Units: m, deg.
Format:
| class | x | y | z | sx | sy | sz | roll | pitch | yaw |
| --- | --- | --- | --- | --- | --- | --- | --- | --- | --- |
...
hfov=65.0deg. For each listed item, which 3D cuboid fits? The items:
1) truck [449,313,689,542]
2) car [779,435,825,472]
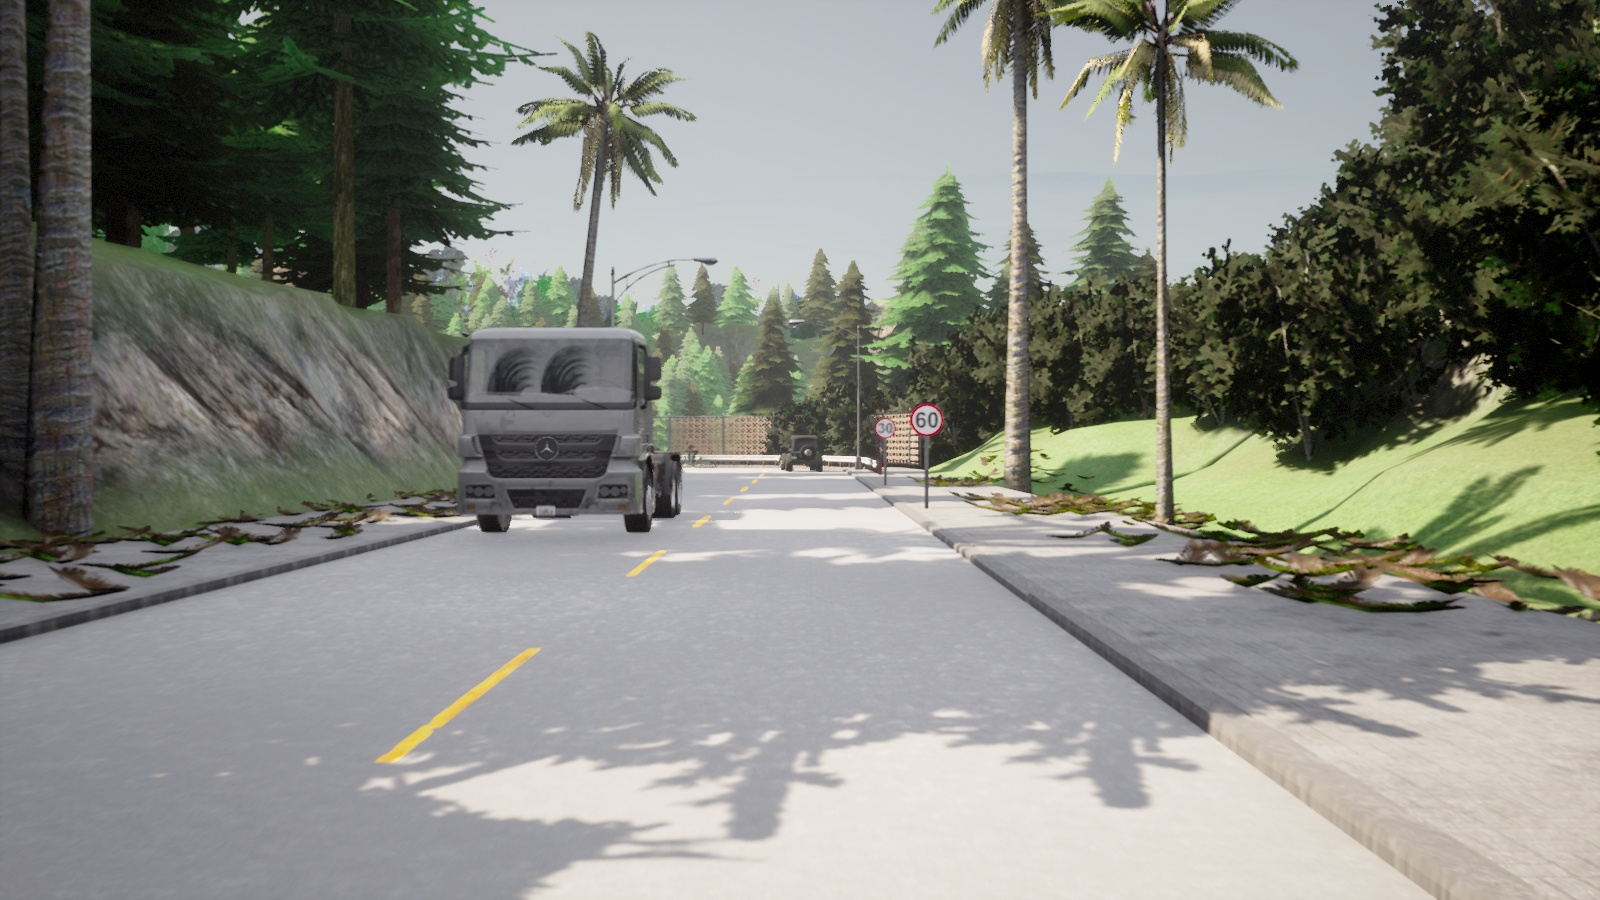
| class | x | y | z | sx | sy | sz | roll | pitch | yaw |
| --- | --- | --- | --- | --- | --- | --- | --- | --- | --- |
| truck | -3.856 | -0.368 | 22.990 | 2.891 | 3.462 | 7.936 | 0 | 0 | 0 |
| car | 0.056 | 0.172 | 65.994 | 1.905 | 1.878 | 3.866 | 0 | 0 | -8 |
